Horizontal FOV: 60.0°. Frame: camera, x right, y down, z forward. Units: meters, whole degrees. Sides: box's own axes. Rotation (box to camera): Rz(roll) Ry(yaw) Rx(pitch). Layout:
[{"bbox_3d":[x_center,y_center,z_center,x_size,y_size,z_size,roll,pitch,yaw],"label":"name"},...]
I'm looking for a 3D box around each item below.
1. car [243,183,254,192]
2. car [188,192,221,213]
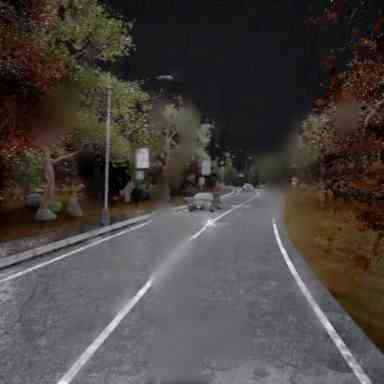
[{"bbox_3d":[11.253,-0.968,66.855,2.097,1.767,4.553,1,2,8],"label":"car"},{"bbox_3d":[1.070,0.757,26.103,1.837,1.490,4.892,0,2,15],"label":"car"}]
